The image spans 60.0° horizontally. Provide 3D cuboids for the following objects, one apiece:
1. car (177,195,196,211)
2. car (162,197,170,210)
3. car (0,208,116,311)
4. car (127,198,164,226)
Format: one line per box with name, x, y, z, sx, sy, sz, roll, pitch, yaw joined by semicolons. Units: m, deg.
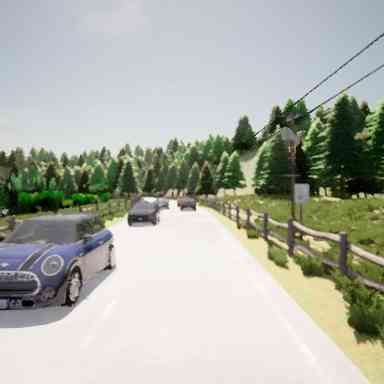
car;-0.509;1.488;40.955;1.837;1.490;4.892;0;0;-4
car;-3.886;1.475;43.386;2.128;1.511;4.902;0;0;-3
car;-3.330;1.349;8.016;2.097;1.767;4.553;0;0;1
car;-3.323;1.468;23.758;1.882;1.535;5.008;0;0;0
